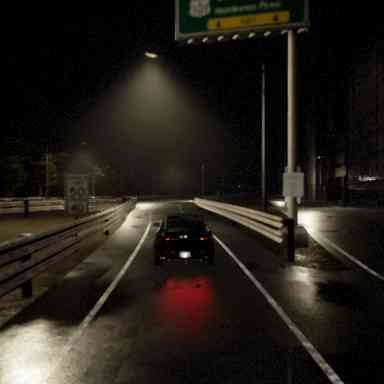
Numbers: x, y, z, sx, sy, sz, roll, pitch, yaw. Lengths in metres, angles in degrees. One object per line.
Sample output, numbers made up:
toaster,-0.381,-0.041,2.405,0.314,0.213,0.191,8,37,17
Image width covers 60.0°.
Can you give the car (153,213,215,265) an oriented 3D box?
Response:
car,-0.311,1.498,11.703,1.837,1.490,4.892,0,0,-3
